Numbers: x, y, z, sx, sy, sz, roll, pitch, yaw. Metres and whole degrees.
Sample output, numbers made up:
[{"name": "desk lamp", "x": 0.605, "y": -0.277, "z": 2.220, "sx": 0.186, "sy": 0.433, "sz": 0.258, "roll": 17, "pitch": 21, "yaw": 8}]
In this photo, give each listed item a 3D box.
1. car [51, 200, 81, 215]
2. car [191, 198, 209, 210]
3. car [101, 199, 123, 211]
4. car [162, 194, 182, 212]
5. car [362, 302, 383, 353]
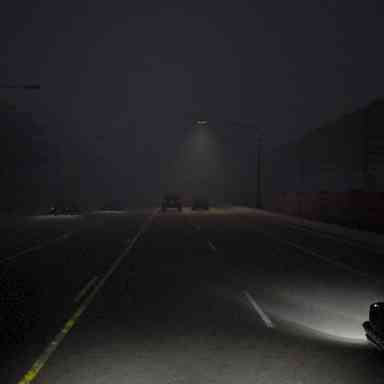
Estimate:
[{"name": "car", "x": -12.778, "y": 1.525, "z": 33.991, "sx": 1.812, "sy": 1.442, "sz": 4.674, "roll": 0, "pitch": 0, "yaw": -3}, {"name": "car", "x": 0.964, "y": 1.475, "z": 41.812, "sx": 1.882, "sy": 1.535, "sz": 5.008, "roll": 0, "pitch": 0, "yaw": -4}, {"name": "car", "x": -9.658, "y": 1.546, "z": 40.645, "sx": 2.033, "sy": 1.411, "sz": 5.357, "roll": 0, "pitch": 0, "yaw": -3}, {"name": "car", "x": -2.418, "y": 1.220, "z": 39.775, "sx": 2.150, "sy": 2.045, "sz": 5.566, "roll": 0, "pitch": 0, "yaw": -4}, {"name": "car", "x": 3.381, "y": 1.546, "z": 2.086, "sx": 2.033, "sy": 1.411, "sz": 5.357, "roll": 0, "pitch": 0, "yaw": -3}]
